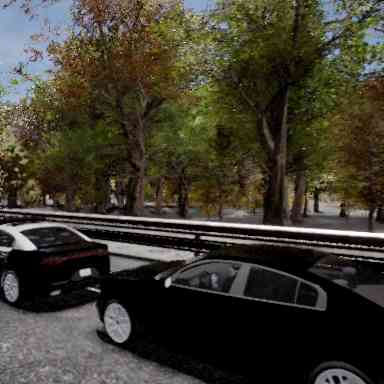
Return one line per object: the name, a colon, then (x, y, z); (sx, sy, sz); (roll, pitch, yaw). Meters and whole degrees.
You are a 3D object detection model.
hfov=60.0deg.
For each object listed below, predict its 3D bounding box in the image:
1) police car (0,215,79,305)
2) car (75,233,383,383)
police car: (-4.253, 1.404, 8.176); (5.238, 1.638, 1.930); (0, 0, 35)
car: (0.761, 1.474, 4.617); (5.008, 1.535, 1.882); (0, 0, 35)
